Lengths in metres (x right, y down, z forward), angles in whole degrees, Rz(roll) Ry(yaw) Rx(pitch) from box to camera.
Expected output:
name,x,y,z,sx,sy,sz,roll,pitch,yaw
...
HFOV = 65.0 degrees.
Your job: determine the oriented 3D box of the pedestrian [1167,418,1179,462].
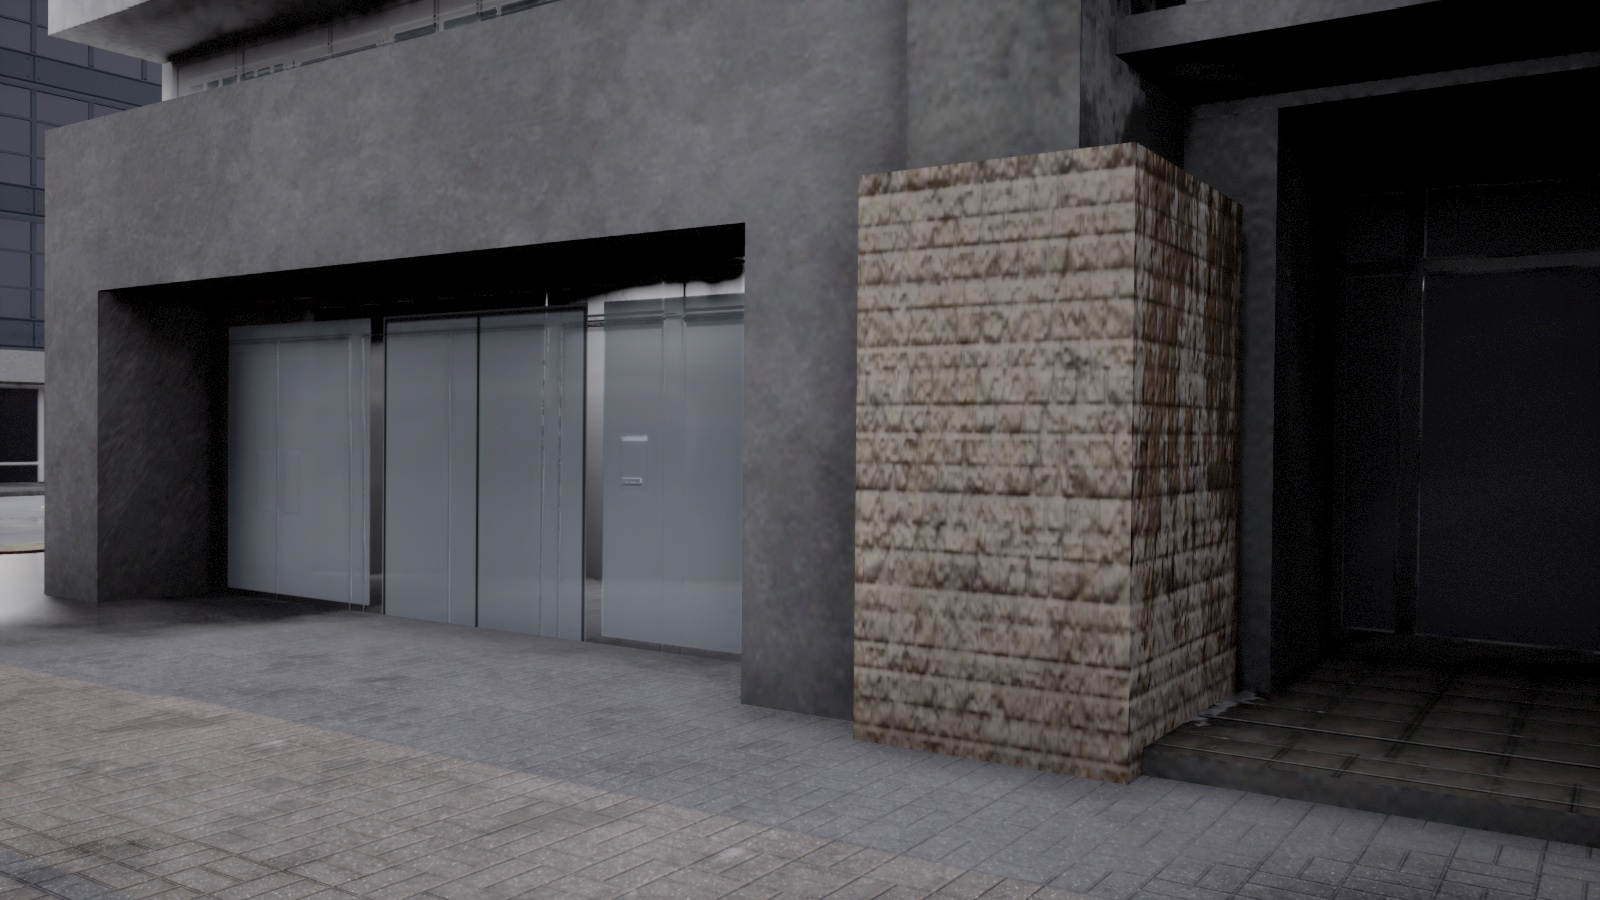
name,x,y,z,sx,sy,sz,roll,pitch,yaw
pedestrian,15.696,-0.422,52.860,0.345,1.836,0.594,0,1,32
